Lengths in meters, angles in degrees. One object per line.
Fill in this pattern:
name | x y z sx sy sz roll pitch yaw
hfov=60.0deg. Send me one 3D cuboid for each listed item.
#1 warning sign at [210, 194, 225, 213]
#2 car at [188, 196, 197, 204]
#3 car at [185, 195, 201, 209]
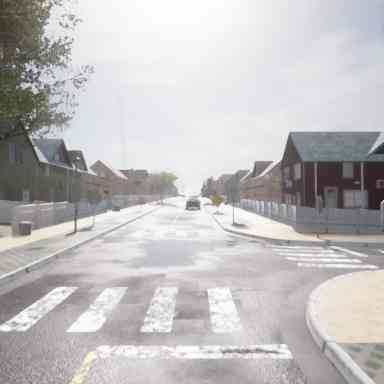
warning sign | 2.526 1.151 33.006 1.300 1.860 1.060 -2 -2 0
car | 0.170 1.601 69.356 1.882 1.535 5.008 0 -1 0
car | 0.149 1.563 45.306 1.837 1.490 4.892 0 0 0
